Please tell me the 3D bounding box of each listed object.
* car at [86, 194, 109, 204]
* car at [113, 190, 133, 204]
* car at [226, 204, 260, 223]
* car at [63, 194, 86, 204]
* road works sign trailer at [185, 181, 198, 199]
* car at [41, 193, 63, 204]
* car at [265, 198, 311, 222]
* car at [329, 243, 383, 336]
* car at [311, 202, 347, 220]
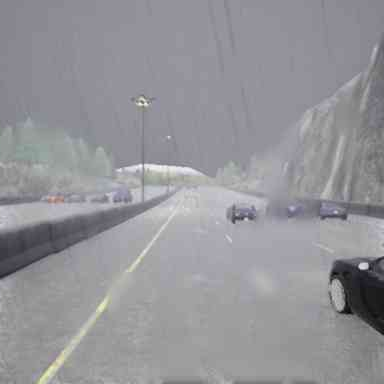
[{"bbox_3d":[-14.071,1.009,50.953,1.882,1.535,5.008,0,1,0],"label":"car"},{"bbox_3d":[-10.570,0.748,51.143,2.150,2.045,5.566,0,1,0],"label":"car"},{"bbox_3d":[3.593,1.497,24.167,1.895,1.301,4.718,0,0,0],"label":"car"},{"bbox_3d":[-17.571,1.058,50.901,1.812,1.442,4.674,0,1,0],"label":"car"},{"bbox_3d":[-0.027,-0.362,67.585,2.380,3.560,2.880,0,1,0],"label":"road works sign trailer"},{"bbox_3d":[-21.069,0.891,50.574,2.097,1.767,4.553,0,1,0],"label":"car"},{"bbox_3d":[7.093,1.236,25.584,2.097,1.767,4.553,0,1,0],"label":"car"},{"bbox_3d":[3.597,1.473,4.504,1.882,1.535,5.008,0,0,0],"label":"car"},{"bbox_3d":[10.592,1.440,26.461,1.994,1.385,4.181,0,1,0],"label":"car"}]
